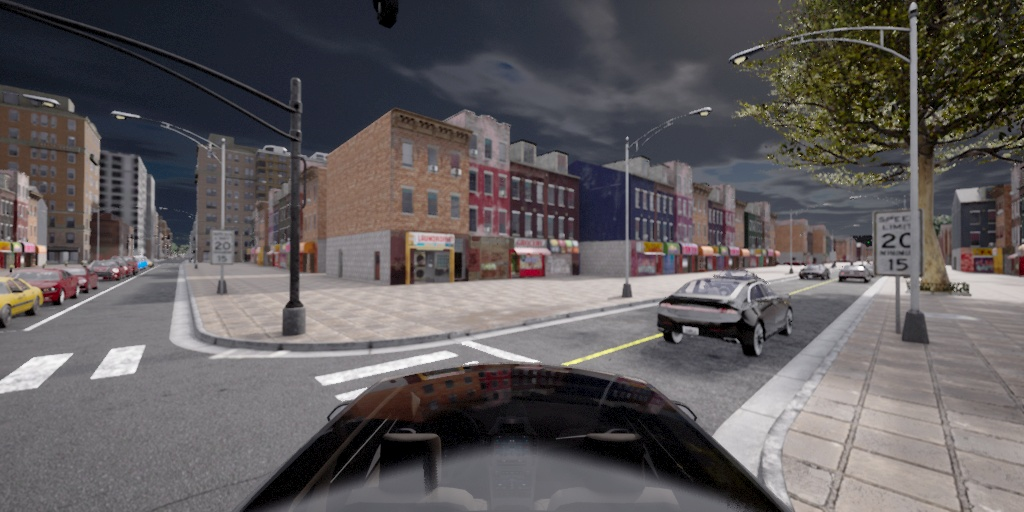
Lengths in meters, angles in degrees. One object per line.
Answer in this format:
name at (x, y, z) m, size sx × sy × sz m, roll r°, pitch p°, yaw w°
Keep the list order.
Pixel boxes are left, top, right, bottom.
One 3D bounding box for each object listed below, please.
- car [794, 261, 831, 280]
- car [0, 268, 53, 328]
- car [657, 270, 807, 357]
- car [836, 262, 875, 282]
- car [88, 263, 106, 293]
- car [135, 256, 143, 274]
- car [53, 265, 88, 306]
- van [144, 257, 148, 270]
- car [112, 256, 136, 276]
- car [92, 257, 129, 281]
car at (28.858, 1.496, 34.107) m, size 5.357 × 1.411 × 2.033 m, roll 0°, pitch 0°, yaw -42°
car at (-15.085, 1.190, 10.132) m, size 1.751 × 1.417 × 4.829 m, roll 0°, pitch 0°, yaw -43°
car at (5.305, 1.268, 8.707) m, size 4.902 × 1.511 × 2.128 m, roll 0°, pitch 0°, yaw -43°
car at (29.567, 1.479, 30.925) m, size 5.357 × 1.411 × 2.033 m, roll 0°, pitch 0°, yaw -42°
car at (-22.799, 1.214, 18.498) m, size 1.802 × 1.307 × 4.207 m, roll 0°, pitch 0°, yaw -43°
car at (-37.997, 0.901, 34.982) m, size 2.192 × 1.841 × 5.009 m, roll 0°, pitch 0°, yaw -43°
car at (-18.999, 1.193, 14.377) m, size 1.888 × 1.381 × 4.507 m, roll 0°, pitch 0°, yaw -43°
van at (-45.596, 0.910, 43.224) m, size 1.690 × 1.789 × 3.998 m, roll 0°, pitch 0°, yaw -43°
car at (-34.197, 1.036, 30.861) m, size 1.967 × 1.591 × 4.097 m, roll 0°, pitch 0°, yaw -43°
car at (-30.397, 1.047, 26.740) m, size 1.967 × 1.591 × 4.097 m, roll 0°, pitch 0°, yaw -43°
